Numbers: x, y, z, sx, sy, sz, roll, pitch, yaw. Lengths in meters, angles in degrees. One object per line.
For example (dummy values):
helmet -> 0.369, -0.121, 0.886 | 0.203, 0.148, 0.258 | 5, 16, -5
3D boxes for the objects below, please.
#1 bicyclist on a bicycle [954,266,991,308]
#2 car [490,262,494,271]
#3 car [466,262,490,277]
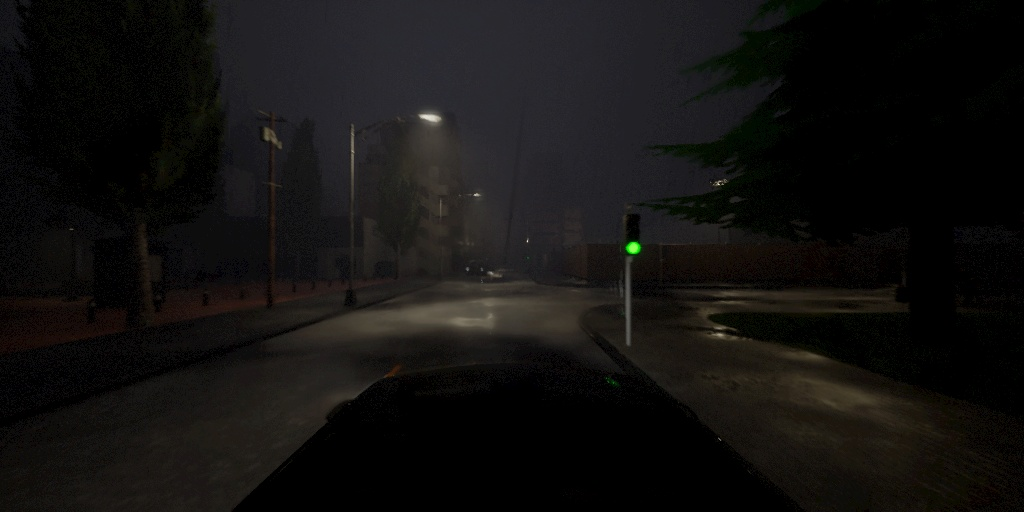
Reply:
bicyclist on a bicycle -> 18.144, 1.218, 14.415 | 0.582, 1.620, 1.656 | 0, 0, 0
car -> -3.990, 1.809, 60.324 | 1.837, 1.490, 4.892 | 0, -1, 0
car -> -4.068, 1.474, 41.334 | 2.097, 1.767, 4.553 | 0, -1, 0
